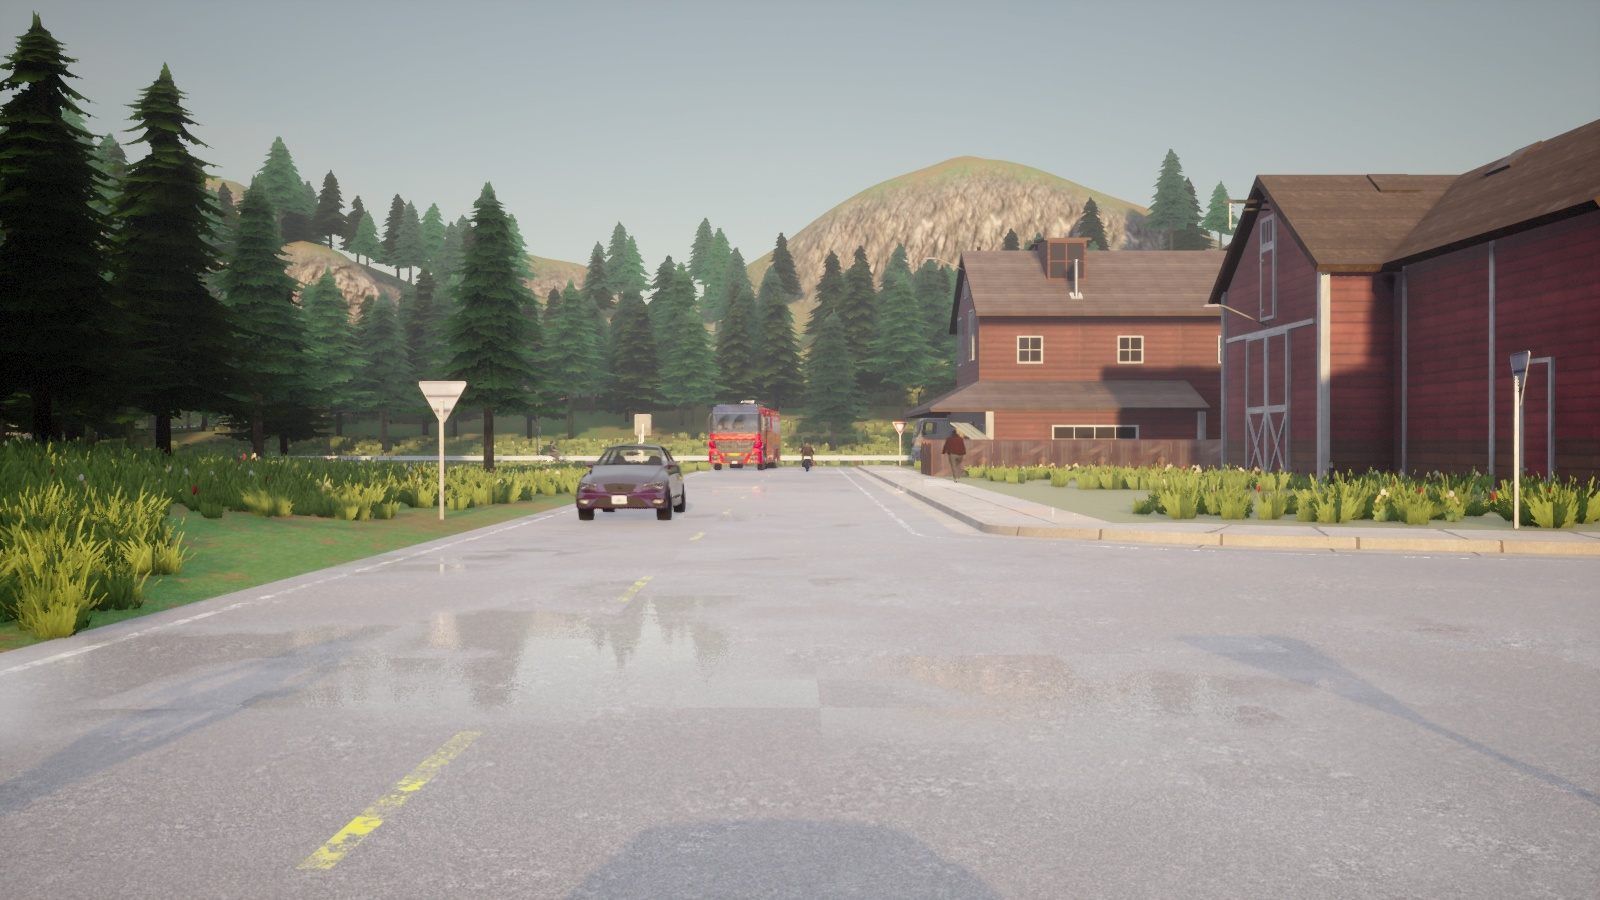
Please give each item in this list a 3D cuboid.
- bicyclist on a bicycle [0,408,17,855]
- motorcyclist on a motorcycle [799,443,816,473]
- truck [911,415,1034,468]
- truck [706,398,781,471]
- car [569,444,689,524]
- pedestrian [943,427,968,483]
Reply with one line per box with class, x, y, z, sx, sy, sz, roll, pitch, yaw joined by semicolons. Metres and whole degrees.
bicyclist on a bicycle;-3.352;0.658;3.887;0.866;1.612;1.509;0;0;3
motorcyclist on a motorcycle;0.383;0.407;66.393;0.866;1.530;2.191;0;0;0
truck;11.551;-0.564;84.684;7.936;3.462;2.891;0;0;0
truck;-3.038;-0.817;70.317;2.891;3.827;8.468;0;0;6
car;-3.345;0.615;25.296;1.816;1.474;4.193;0;0;0
pedestrian;5.220;0.168;42.159;0.634;1.844;0.899;0;0;-5
